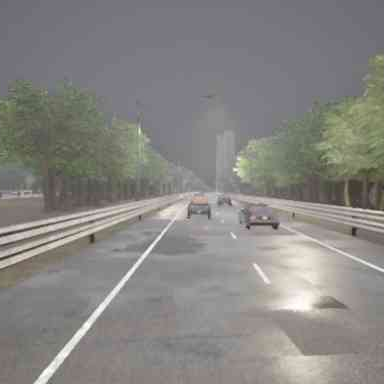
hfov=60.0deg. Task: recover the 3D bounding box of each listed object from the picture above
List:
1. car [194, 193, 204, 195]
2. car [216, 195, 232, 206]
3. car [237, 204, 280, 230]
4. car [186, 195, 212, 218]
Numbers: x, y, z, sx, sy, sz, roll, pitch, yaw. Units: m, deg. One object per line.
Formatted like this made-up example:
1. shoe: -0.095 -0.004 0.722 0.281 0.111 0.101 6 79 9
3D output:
1. car: 1.002 0.973 47.172 2.097 1.767 4.553 0 0 1
2. car: 4.491 1.162 46.672 1.837 1.490 4.892 1 1 1
3. car: 3.929 1.406 20.219 2.033 1.411 5.357 1 1 1
4. car: 0.586 1.264 27.160 2.128 1.511 4.902 1 0 1
